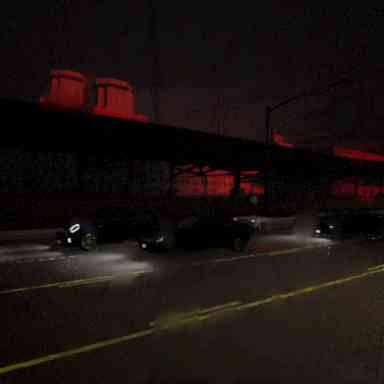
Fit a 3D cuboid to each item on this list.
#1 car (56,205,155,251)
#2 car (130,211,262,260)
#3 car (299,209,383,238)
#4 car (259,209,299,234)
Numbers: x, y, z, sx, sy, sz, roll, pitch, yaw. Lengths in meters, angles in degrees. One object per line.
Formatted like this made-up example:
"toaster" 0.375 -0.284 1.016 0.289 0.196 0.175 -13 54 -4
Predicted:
"car" -3.408 1.398 14.445 4.553 1.767 2.097 1 0 -35
"car" 0.260 1.586 12.762 4.674 1.442 1.812 1 0 -35
"car" 8.702 1.664 18.729 5.357 1.411 2.033 0 0 -35
"car" 4.710 1.707 20.201 4.718 1.301 1.895 0 0 -35
